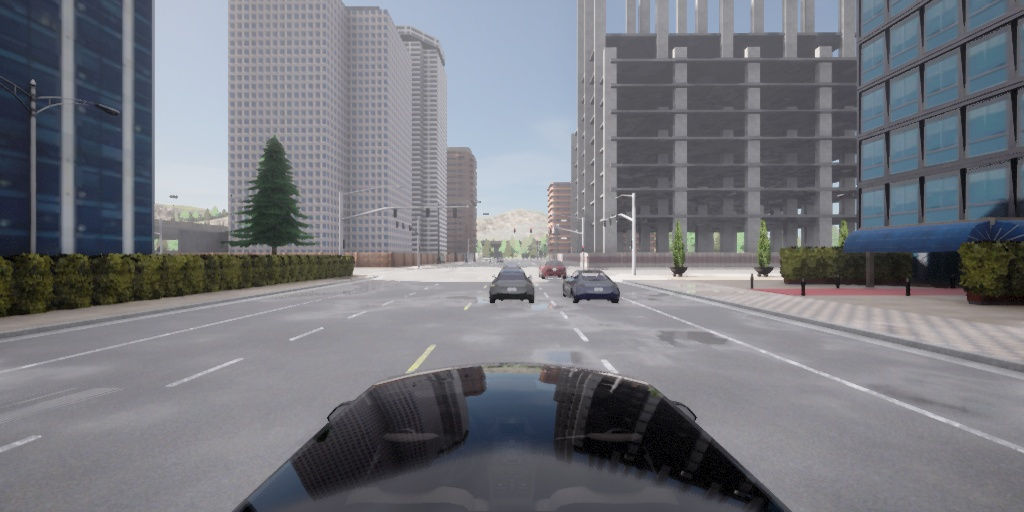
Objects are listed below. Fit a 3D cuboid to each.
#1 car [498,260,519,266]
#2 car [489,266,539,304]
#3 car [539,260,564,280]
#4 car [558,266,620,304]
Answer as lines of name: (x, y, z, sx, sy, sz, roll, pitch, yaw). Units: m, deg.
car: (-0.007, 1.321, 31.509, 1.994, 1.385, 4.181, 0, 0, 0)
car: (0.000, 1.321, 16.500, 1.994, 1.385, 4.181, 0, 0, 0)
car: (3.494, 1.115, 31.497, 2.097, 1.767, 4.553, 0, 0, 0)
car: (3.500, 1.321, 16.500, 1.994, 1.385, 4.181, 0, 0, 0)
